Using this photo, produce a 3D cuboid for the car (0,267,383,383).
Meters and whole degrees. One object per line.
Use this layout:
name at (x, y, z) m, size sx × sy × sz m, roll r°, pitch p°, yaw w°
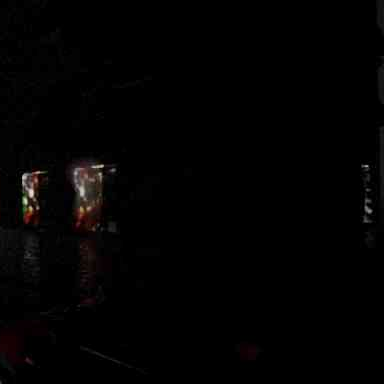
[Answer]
car at (-0.151, 1.444, 3.002) m, size 4.097 × 1.590 × 1.967 m, roll 0°, pitch -1°, yaw 36°
